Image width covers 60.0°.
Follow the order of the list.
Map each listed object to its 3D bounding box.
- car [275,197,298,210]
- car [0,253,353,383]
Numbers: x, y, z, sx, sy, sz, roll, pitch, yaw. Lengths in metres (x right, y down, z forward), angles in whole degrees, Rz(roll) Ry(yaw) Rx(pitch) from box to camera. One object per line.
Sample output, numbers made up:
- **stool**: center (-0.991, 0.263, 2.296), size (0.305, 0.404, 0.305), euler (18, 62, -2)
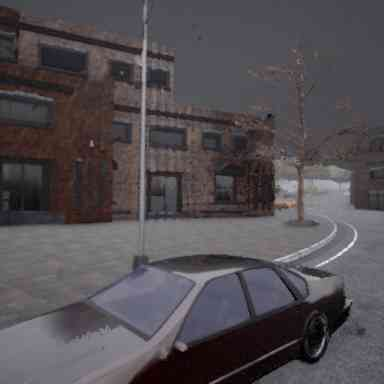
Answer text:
- **car**: center (13.355, 1.556, 46.719), size (2.097, 1.767, 4.553), euler (1, -1, -13)
- **car**: center (0.076, 1.585, 4.261), size (5.357, 1.411, 2.033), euler (0, -1, -40)
